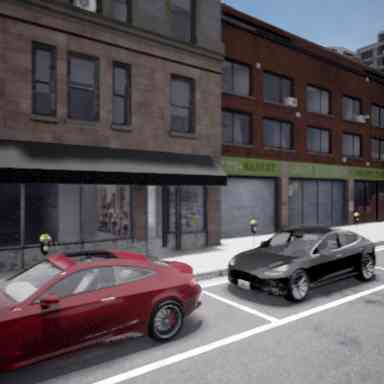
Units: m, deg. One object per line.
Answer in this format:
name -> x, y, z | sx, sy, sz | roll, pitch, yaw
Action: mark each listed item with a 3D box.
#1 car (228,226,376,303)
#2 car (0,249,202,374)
car -> 2.860, 1.561, 8.228 | 4.313, 1.339, 1.947 | 0, 0, -35
car -> -1.767, 1.581, 4.929 | 4.206, 1.307, 1.802 | 0, 0, -35
